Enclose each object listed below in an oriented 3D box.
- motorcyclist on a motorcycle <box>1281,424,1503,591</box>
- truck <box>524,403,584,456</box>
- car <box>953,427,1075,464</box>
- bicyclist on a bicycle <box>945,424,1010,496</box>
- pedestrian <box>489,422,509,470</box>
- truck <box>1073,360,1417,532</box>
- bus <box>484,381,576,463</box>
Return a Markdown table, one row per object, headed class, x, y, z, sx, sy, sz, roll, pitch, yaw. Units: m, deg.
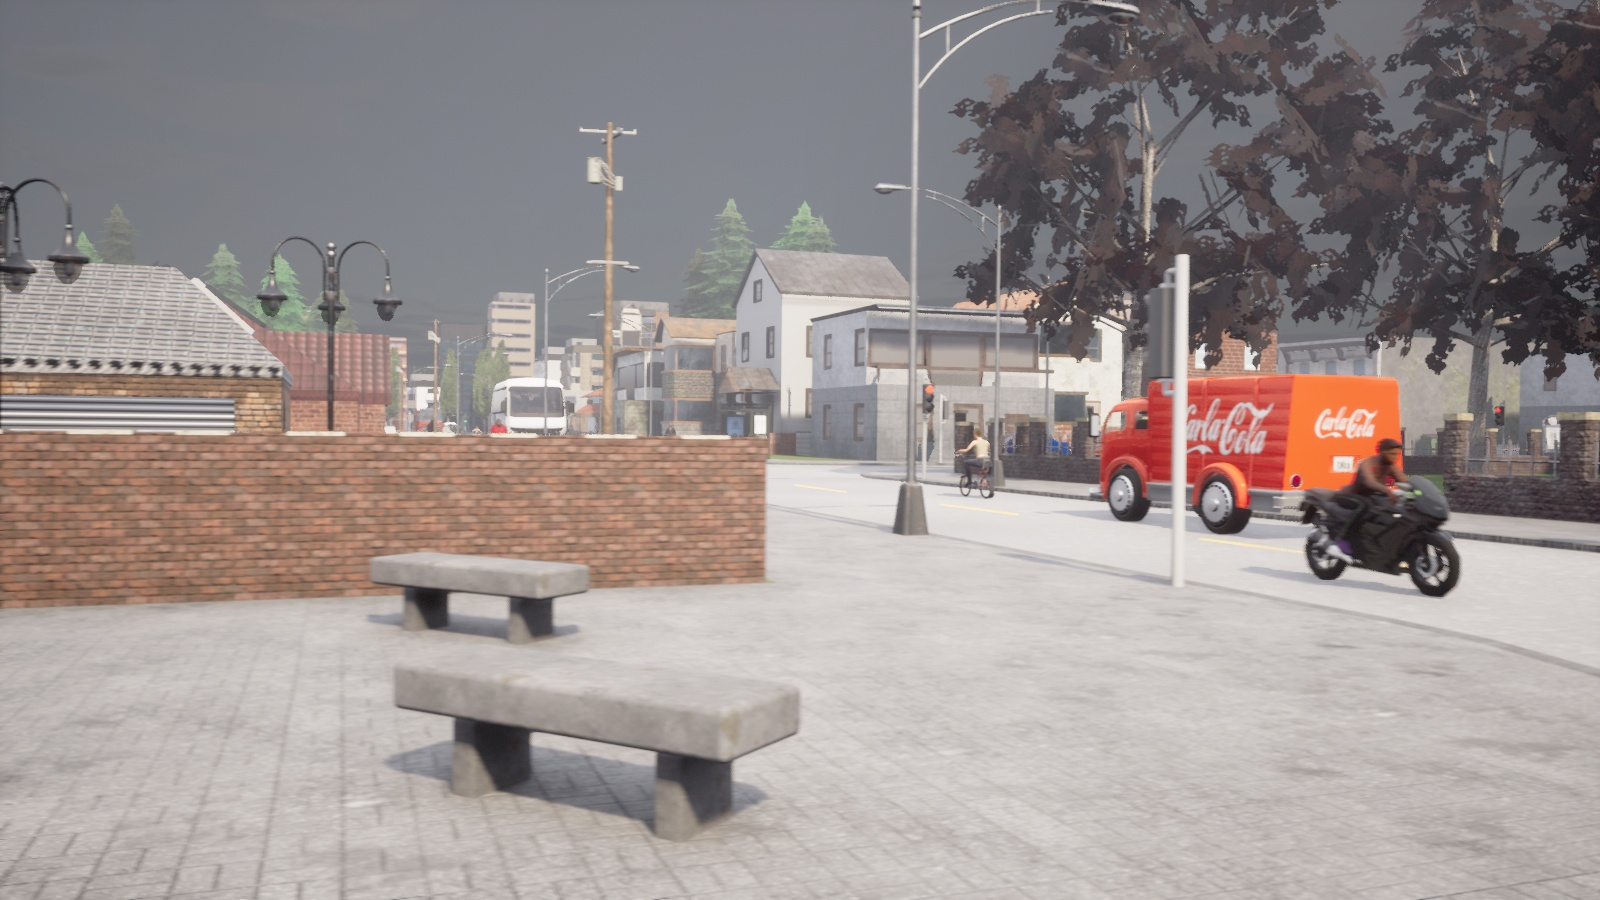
| class | x | y | z | sx | sy | sz | roll | pitch | yaw |
| --- | --- | --- | --- | --- | --- | --- | --- | --- | --- |
| motorcyclist on a motorcycle | 5.884 | 0.512 | 12.627 | 0.797 | 1.523 | 2.044 | -1 | 1 | -20 |
| truck | -17.205 | -1.411 | 87.384 | 2.891 | 3.462 | 7.936 | -1 | 1 | -20 |
| car | 9.458 | -0.224 | 55.471 | 5.008 | 1.535 | 1.882 | -1 | 1 | -20 |
| bicyclist on a bicycle | 4.118 | 0.217 | 29.238 | 0.866 | 1.612 | 1.509 | -1 | 1 | -22 |
| pedestrian | -11.655 | -0.157 | 48.574 | 0.634 | 1.844 | 0.899 | -1 | 1 | -21 |
| truck | 7.152 | -0.104 | 20.918 | 2.627 | 2.467 | 5.204 | -1 | 1 | -21 |
| bus | -15.407 | -1.558 | 70.912 | 3.944 | 4.253 | 10.273 | -1 | 1 | -18 |
